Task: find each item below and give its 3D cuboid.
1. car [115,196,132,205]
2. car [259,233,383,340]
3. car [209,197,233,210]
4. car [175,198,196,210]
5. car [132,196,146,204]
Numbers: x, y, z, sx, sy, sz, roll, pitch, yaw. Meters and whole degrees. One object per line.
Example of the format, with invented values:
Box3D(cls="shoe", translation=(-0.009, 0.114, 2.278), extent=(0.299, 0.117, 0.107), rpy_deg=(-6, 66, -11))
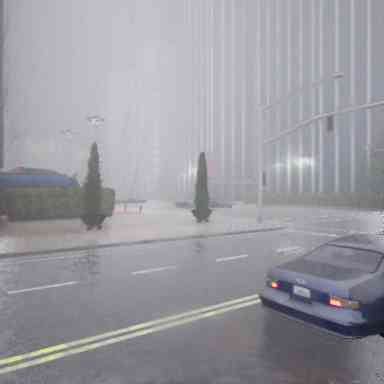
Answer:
Box3D(cls="car", translation=(-13.298, 1.493, 60.489), extent=(1.812, 1.442, 4.674), rpy_deg=(0, 0, -36))
Box3D(cls="car", translation=(3.707, 1.538, 6.442), extent=(5.357, 1.411, 2.033), rpy_deg=(0, 0, -35))
Box3D(cls="car", translation=(3.291, 1.467, 43.370), extent=(1.837, 1.490, 4.892), rpy_deg=(0, 0, -36))
Box3D(cls="car", translation=(-0.494, 1.493, 42.631), extent=(1.812, 1.442, 4.674), rpy_deg=(0, 0, -36))
Box3D(cls="car", translation=(-10.525, 1.510, 62.628), extent=(2.033, 1.411, 5.357), rpy_deg=(0, 0, -36))
